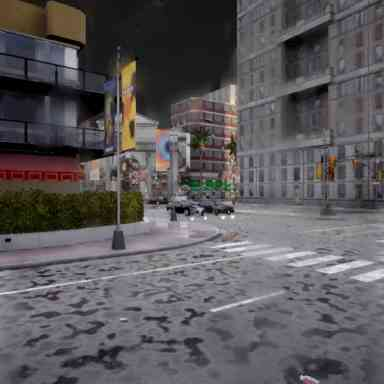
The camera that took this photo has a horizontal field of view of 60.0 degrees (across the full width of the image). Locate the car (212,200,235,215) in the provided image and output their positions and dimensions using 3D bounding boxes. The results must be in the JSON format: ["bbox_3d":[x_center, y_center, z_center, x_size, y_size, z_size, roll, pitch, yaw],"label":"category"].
[{"bbox_3d":[2.028,1.547,34.440,2.033,1.411,5.357,0,0,-35],"label":"car"}]

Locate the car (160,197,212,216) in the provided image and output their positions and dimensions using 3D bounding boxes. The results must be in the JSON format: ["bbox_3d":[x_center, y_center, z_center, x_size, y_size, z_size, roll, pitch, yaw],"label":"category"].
[{"bbox_3d":[-0.657,1.491,32.176,2.128,1.511,4.902,0,0,-35],"label":"car"}]

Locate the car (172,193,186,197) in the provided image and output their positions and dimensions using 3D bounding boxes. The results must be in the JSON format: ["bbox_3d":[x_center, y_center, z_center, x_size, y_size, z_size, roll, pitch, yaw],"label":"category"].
[{"bbox_3d":[-2.557,1.221,62.268,2.150,2.045,5.566,0,0,-15],"label":"car"}]

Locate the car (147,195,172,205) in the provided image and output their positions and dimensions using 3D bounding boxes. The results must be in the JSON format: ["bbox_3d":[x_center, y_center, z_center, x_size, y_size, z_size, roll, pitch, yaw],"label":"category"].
[{"bbox_3d":[-6.270,1.505,59.585,1.837,1.490,4.892,0,0,-44],"label":"car"}]
